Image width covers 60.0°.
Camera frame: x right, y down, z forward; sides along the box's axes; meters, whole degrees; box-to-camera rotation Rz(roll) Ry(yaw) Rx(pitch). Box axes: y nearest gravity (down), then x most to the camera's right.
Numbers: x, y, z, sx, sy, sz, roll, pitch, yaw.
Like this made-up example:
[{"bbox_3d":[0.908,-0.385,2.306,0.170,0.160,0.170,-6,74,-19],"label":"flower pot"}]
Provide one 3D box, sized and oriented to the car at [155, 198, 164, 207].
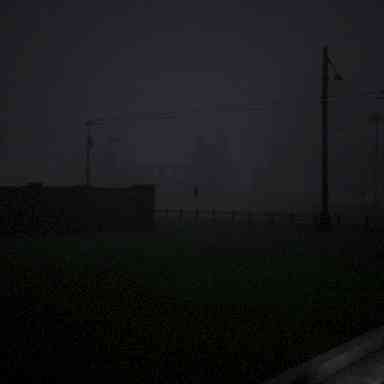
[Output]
[{"bbox_3d":[-7.037,1.336,51.001,5.566,2.045,2.150,0,0,26],"label":"car"}]
